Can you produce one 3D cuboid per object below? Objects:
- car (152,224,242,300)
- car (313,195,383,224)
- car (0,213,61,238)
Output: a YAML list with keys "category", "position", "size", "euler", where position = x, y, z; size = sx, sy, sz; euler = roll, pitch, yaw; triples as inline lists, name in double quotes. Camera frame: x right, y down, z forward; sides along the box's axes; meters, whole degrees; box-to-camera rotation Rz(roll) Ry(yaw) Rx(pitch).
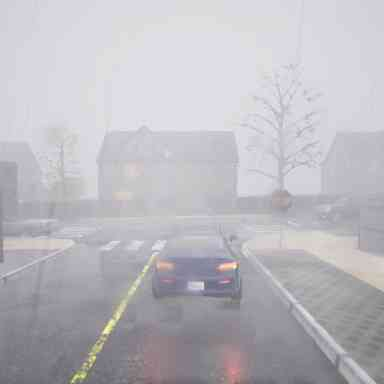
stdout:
- category: "car"
  position: [0.170, 1.525, 8.276]
  size: [1.812, 1.442, 4.674]
  euler: [0, 0, 3]
- category: "car"
  position: [10.186, 1.045, 21.360]
  size: [4.553, 1.767, 2.097]
  euler: [-1, 1, -2]
- category: "car"
  position: [-9.821, 1.811, 18.299]
  size: [4.718, 1.301, 1.895]
  euler: [-1, 1, 5]
